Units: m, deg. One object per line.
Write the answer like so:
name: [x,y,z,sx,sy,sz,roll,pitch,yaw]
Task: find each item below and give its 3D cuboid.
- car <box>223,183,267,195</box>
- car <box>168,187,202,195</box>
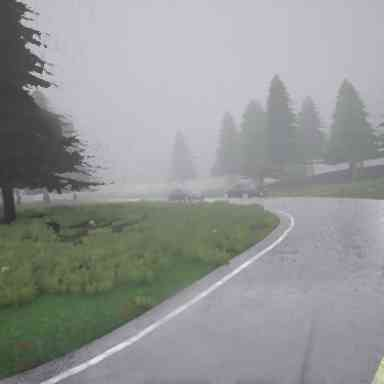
car: [4.768,-0.051,30.863,1.837,1.490,4.892,-4,2,-31]
car: [-0.634,0.291,33.140,1.837,1.490,4.892,-5,2,-33]
